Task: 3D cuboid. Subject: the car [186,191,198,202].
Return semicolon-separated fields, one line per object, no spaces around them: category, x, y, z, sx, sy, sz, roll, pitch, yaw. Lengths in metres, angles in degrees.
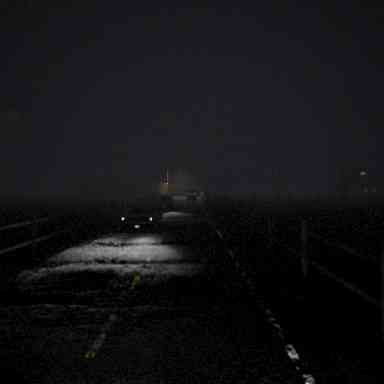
car;-0.027;1.021;59.428;1.994;1.385;4.181;0;1;0

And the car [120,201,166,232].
car;-2.799;1.434;19.177;1.895;1.301;4.718;0;0;1

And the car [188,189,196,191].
car;-0.032;0.416;69.456;2.150;2.045;5.566;0;1;0

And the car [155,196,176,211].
car;-2.767;1.211;35.273;1.837;1.490;4.892;0;0;0
